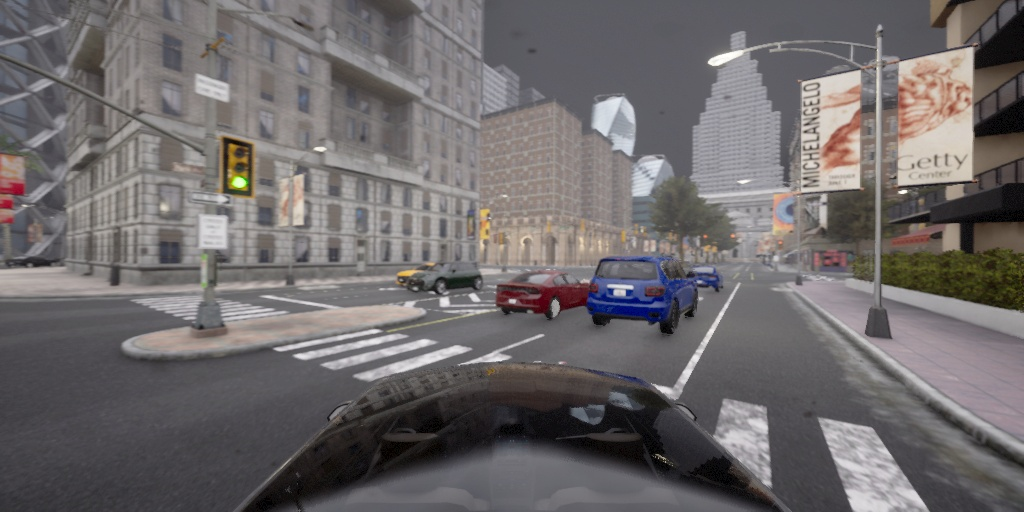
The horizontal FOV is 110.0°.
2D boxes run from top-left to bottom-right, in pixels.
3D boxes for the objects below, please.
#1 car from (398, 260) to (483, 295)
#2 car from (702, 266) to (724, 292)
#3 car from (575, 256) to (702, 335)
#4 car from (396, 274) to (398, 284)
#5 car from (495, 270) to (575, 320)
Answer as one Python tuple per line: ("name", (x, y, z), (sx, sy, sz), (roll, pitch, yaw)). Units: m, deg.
("car", (-3.681, 1.095, 20.126), (2.097, 1.767, 4.553), (0, 0, 34))
("car", (12.298, 1.362, 22.934), (1.882, 1.535, 5.008), (0, 0, 34))
("car", (4.234, 1.022, 11.166), (2.150, 2.045, 5.566), (0, 0, 35))
("car", (-5.358, 1.212, 23.900), (1.882, 1.535, 5.008), (0, 0, 34))
("car", (1.399, 1.255, 13.069), (1.882, 1.535, 5.008), (0, 0, 34))
